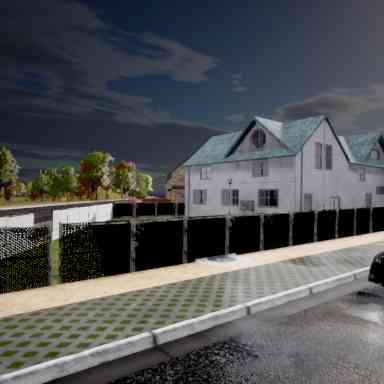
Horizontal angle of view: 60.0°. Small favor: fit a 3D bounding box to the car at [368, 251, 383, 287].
[{"bbox_3d":[6.138,1.576,7.794,4.181,1.385,1.994,0,0,-28],"label":"car"}]
